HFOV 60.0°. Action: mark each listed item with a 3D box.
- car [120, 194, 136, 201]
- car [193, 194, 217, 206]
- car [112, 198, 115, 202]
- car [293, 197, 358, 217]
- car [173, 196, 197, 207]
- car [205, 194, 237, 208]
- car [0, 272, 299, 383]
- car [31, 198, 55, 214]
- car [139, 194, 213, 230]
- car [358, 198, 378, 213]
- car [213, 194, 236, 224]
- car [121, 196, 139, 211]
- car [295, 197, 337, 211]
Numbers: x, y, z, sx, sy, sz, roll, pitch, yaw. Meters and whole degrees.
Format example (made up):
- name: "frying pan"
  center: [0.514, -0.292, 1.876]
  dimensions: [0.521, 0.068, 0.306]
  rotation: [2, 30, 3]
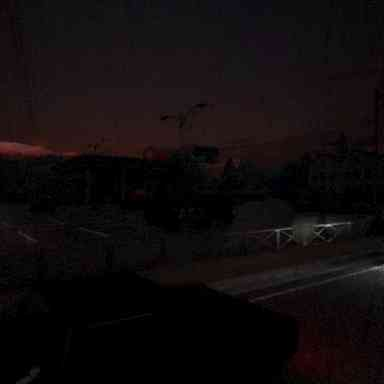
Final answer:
- name: "car"
  center: [-17.094, 1.447, 88.848]
  dimensions: [3.866, 1.878, 1.905]
  rotation: [0, 0, -36]
- name: "car"
  center: [1.994, 1.188, 53.740]
  dimensions: [1.905, 1.878, 3.866]
  rotation: [0, 0, -36]
- name: "car"
  center: [-17.331, 1.601, 81.719]
  dimensions: [4.611, 1.667, 2.242]
  rotation: [0, 0, -36]
- name: "car"
  center: [11.450, 1.242, 29.460]
  dimensions: [2.152, 1.636, 5.027]
  rotation: [0, 0, -36]
- name: "car"
  center: [-1.066, 1.464, 52.303]
  dimensions: [1.970, 1.475, 3.806]
  rotation: [0, 0, -36]
- name: "car"
  center: [3.895, 1.198, 45.428]
  dimensions: [1.932, 1.855, 4.605]
  rotation: [0, 0, -36]
- name: "car"
  center: [-1.198, 1.604, 3.136]
  dimensions: [4.718, 1.301, 1.895]
  rotation: [0, 0, -36]
- name: "car"
  center: [-14.807, 1.362, 32.987]
  dimensions: [1.845, 1.501, 3.633]
  rotation: [0, 0, -36]
- name: "car"
  center: [-1.084, 1.145, 19.995]
  dimensions: [1.932, 1.855, 4.605]
  rotation: [0, 0, -36]
- name: "car"
  center: [16.482, 1.337, 33.454]
  dimensions: [1.970, 1.475, 3.806]
  rotation: [0, 0, -36]
- name: "car"
  center: [1.041, 1.132, 22.020]
  dimensions: [1.905, 1.878, 3.866]
  rotation: [0, 0, -36]
- name: "car"
  center: [-6.653, 1.366, 38.763]
  dimensions: [2.007, 1.523, 4.514]
  rotation: [0, 0, -36]
- name: "car"
  center: [15.363, 1.414, 41.319]
  dimensions: [2.007, 1.523, 4.514]
  rotation: [0, 0, -36]
